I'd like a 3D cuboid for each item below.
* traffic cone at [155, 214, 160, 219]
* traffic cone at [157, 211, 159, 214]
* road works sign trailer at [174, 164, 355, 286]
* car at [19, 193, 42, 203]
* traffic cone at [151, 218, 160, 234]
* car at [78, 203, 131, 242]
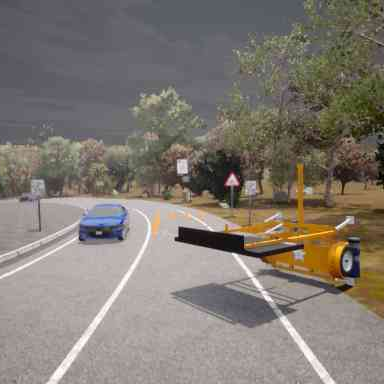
[{"bbox_3d":[-2.013,1.694,18.533,0.340,0.580,0.340,-1,2,-4],"label":"traffic cone"},{"bbox_3d":[-2.163,1.636,20.525,0.340,0.580,0.340,-1,2,-4],"label":"traffic cone"},{"bbox_3d":[1.686,0.774,7.455,3.560,2.880,2.380,-1,1,-39],"label":"road works sign trailer"},{"bbox_3d":[-28.965,0.901,59.627,4.553,1.767,2.097,-2,4,36],"label":"car"},{"bbox_3d":[-1.865,1.751,16.539,0.340,0.580,0.340,-1,2,-4],"label":"traffic cone"},{"bbox_3d":[-4.011,1.311,15.839,1.882,1.535,5.008,0,1,-6],"label":"car"}]
